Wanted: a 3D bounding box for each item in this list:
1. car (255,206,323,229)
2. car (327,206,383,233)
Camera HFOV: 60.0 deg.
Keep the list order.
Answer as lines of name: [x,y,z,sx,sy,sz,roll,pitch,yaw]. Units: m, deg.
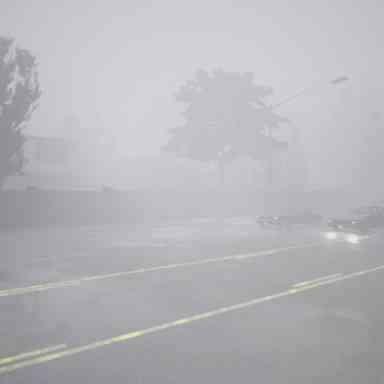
car: [6.259,1.601,21.366,4.718,1.301,1.895,0,0,-36]
car: [10.425,1.548,20.041,5.357,1.411,2.033,0,0,-36]
